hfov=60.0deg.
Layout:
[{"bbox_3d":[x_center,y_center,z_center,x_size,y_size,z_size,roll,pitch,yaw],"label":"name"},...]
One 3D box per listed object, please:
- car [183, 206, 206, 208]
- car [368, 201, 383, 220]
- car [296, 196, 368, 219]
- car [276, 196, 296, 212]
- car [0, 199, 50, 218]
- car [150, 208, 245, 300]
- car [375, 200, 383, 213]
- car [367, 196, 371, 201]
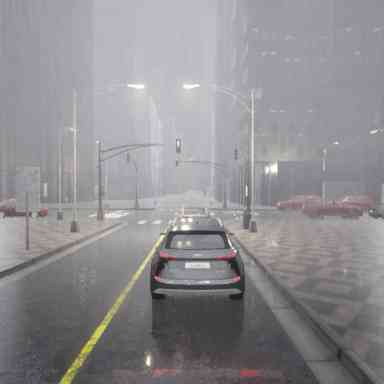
[{"bbox_3d":[0.129,1.507,17.493,1.837,1.490,4.892,0,0,0],"label":"car"},{"bbox_3d":[17.820,1.742,29.188,4.313,1.339,1.947,0,1,0],"label":"car"},{"bbox_3d":[12.178,1.463,29.179,5.009,1.841,2.192,0,1,0],"label":"car"},{"bbox_3d":[12.179,1.325,37.703,5.009,1.841,2.192,0,1,0],"label":"car"},{"bbox_3d":[-14.864,1.567,29.152,4.507,1.381,1.887,0,1,0],"label":"car"},{"bbox_3d":[0.124,1.428,8.407,2.033,1.649,4.856,0,0,1],"label":"car"},{"bbox_3d":[23.463,1.634,37.718,4.313,1.339,1.947,0,1,0],"label":"car"},{"bbox_3d":[17.822,1.353,37.709,5.009,1.841,2.192,0,1,0],"label":"car"}]
